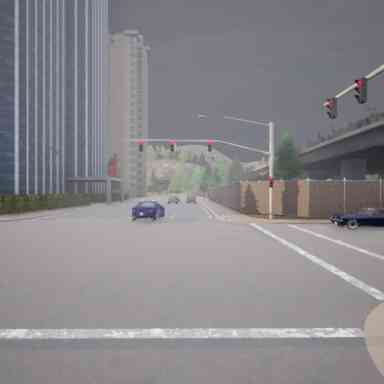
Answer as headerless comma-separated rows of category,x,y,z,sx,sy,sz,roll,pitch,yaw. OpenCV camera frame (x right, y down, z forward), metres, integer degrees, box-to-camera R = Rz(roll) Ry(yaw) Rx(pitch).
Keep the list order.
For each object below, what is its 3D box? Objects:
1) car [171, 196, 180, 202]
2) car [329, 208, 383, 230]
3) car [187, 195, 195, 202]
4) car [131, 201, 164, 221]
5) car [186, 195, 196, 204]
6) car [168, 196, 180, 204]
car,-3.663,1.456,73.941,1.895,1.301,4.718,0,0,0
car,11.344,1.656,21.092,4.718,1.301,1.895,0,0,1
car,-0.163,1.385,73.919,1.812,1.442,4.674,0,0,0
car,-3.577,1.485,27.657,1.882,1.535,5.008,1,0,6
car,-0.140,1.547,63.517,2.033,1.411,5.357,0,0,0
car,-3.640,1.547,63.510,2.033,1.411,5.357,0,0,0
